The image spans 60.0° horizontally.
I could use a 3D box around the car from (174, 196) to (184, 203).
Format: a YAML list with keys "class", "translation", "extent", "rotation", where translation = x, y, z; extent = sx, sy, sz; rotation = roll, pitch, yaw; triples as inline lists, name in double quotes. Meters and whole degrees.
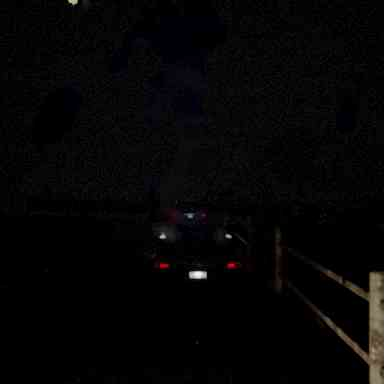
- class: "car"
  translation: [-2.756, 1.633, 73.326]
  extent: [1.994, 1.385, 4.181]
  rotation: [0, 0, 0]

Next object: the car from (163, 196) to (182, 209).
- class: "car"
  translation: [-2.813, 1.390, 45.088]
  extent: [2.097, 1.767, 4.553]
  rotation: [0, 0, -1]

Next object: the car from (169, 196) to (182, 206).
- class: "car"
  translation: [-2.821, 1.548, 58.300]
  extent: [2.128, 1.511, 4.902]
  rotation: [0, 0, 0]

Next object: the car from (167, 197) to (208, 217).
- class: "car"
  translation: [-0.284, 1.362, 20.426]
  extent: [2.097, 1.767, 4.553]
  rotation: [0, 0, -5]

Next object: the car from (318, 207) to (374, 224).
- class: "car"
  translation: [14.540, 2.142, 31.481]
  extent: [4.892, 1.490, 1.837]
  rotation: [2, 0, 0]

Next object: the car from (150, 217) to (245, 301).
- class: "car"
  translation: [0.101, 1.563, 8.396]
  extent: [1.994, 1.385, 4.181]
  rotation: [0, 0, 0]
